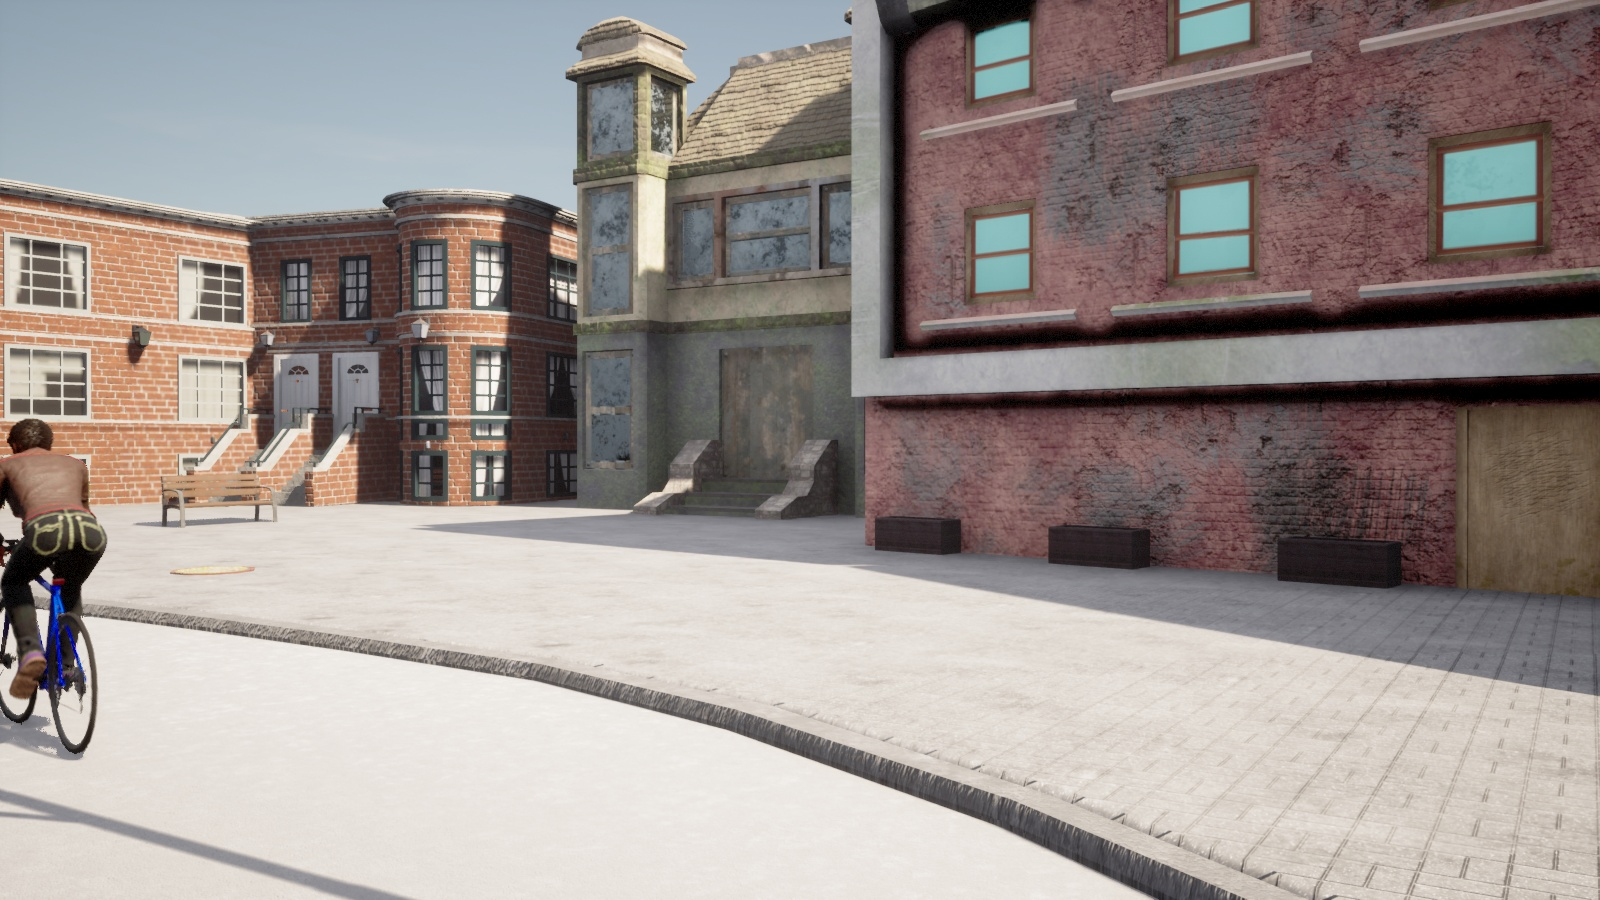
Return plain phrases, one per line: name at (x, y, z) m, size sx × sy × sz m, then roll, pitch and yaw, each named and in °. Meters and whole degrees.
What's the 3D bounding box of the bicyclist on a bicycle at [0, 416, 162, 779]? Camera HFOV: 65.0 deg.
bicyclist on a bicycle at (-3.868, 0.657, 6.386) m, size 1.656 × 1.620 × 0.582 m, roll 0°, pitch 0°, yaw 43°
